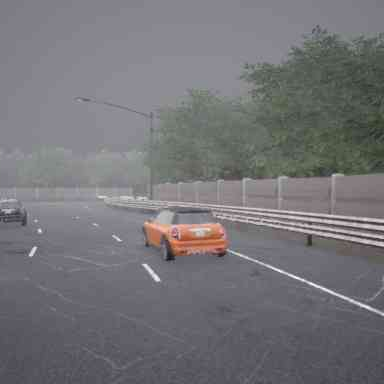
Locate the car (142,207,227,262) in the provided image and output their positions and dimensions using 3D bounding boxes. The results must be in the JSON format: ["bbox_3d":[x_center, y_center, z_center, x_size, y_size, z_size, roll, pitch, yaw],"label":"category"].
[{"bbox_3d":[-0.471,1.348,12.487,2.097,1.767,4.553,0,0,-20],"label":"car"}]

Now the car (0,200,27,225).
[{"bbox_3d":[-12.969,1.355,23.562,2.097,1.767,4.553,0,0,-29],"label":"car"}]
